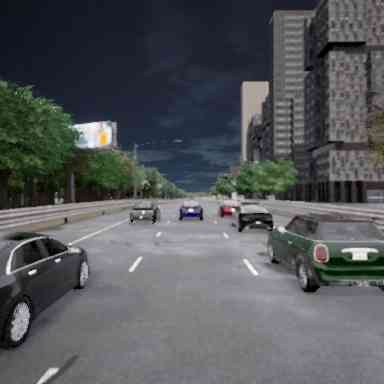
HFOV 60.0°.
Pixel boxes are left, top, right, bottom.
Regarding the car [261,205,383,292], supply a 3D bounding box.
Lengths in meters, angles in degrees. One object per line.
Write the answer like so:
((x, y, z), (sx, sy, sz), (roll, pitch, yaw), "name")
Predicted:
((3.497, 1.350, 9.058), (2.097, 1.767, 4.553), (0, 0, 0), "car")

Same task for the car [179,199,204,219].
((-0.058, 1.536, 29.026), (2.163, 1.488, 4.792), (0, 0, 0), "car")

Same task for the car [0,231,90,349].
((-3.403, 1.504, 6.231), (1.837, 1.490, 4.892), (0, 0, 0), "car")

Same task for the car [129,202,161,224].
((-3.403, 1.502, 24.761), (2.128, 1.511, 4.902), (0, 0, 0), "car")

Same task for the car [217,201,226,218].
((3.501, 1.549, 31.115), (2.163, 1.488, 4.792), (0, 0, 0), "car")

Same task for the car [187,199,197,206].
((0.030, 2.310, 74.618), (2.128, 1.511, 4.902), (0, -1, 0), "car")

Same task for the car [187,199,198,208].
((0.076, 1.893, 54.531), (1.812, 1.442, 4.674), (0, -1, 0), "car")

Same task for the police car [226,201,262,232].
((3.494, 1.425, 20.195), (1.930, 1.638, 5.238), (0, 0, 0), "police car")
